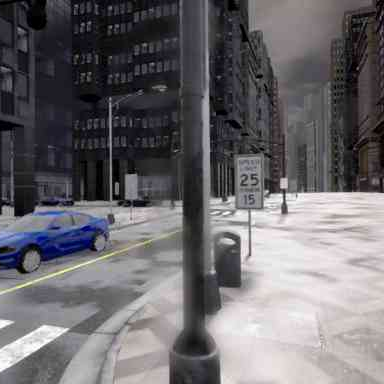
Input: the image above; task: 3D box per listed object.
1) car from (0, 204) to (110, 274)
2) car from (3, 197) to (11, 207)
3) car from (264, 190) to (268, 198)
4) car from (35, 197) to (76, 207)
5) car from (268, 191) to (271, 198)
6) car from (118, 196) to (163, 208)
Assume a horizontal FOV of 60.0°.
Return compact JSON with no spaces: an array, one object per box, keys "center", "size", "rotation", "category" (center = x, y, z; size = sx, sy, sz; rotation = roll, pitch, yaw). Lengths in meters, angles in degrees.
[{"center":[-4.592,1.365,10.599],"size":[1.882,1.535,5.008],"rotation":[-1,0,19],"category":"car"},{"center":[-26.345,1.333,43.064],"size":[4.718,1.301,1.895],"rotation":[0,0,19],"category":"car"},{"center":[11.229,0.631,56.940],"size":[1.994,1.385,4.181],"rotation":[-1,1,19],"category":"car"},{"center":[-16.357,1.240,39.632],"size":[4.718,1.301,1.895],"rotation":[-1,0,19],"category":"car"},{"center":[14.604,0.410,66.634],"size":[2.128,1.511,4.902],"rotation":[-1,1,19],"category":"car"},{"center":[-5.505,1.133,35.751],"size":[4.718,1.301,1.895],"rotation":[-1,0,22],"category":"car"}]
